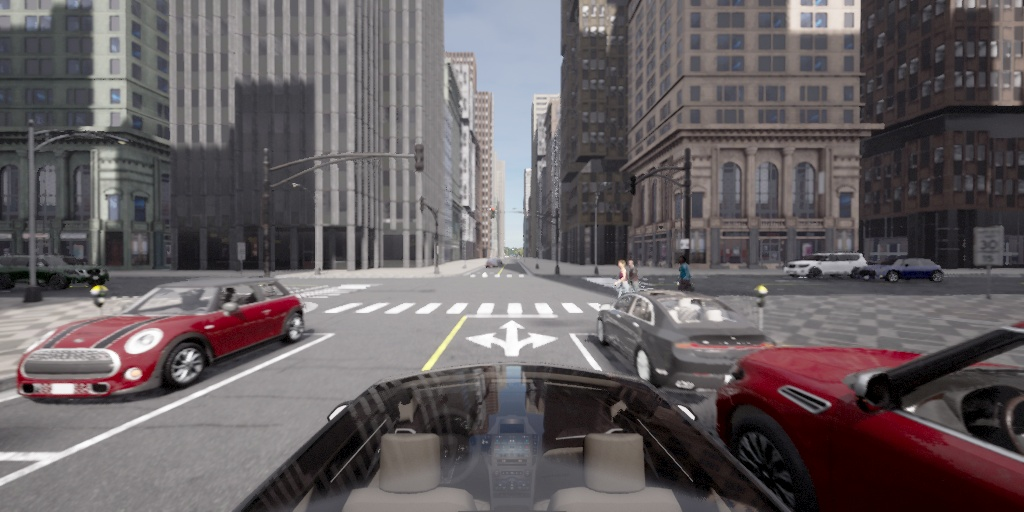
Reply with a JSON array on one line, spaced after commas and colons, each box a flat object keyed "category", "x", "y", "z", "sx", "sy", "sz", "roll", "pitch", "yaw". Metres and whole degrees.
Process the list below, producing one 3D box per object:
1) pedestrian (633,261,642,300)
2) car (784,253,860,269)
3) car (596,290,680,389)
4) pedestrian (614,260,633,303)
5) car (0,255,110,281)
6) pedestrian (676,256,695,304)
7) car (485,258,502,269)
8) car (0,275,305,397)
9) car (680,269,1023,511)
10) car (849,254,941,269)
[{"category": "pedestrian", "x": 4.478, "y": 0.998, "z": 13.274, "sx": 0.375, "sy": 1.860, "sz": 0.375, "roll": 0, "pitch": 0, "yaw": 0}, {"category": "car", "x": 25.066, "y": 0.774, "z": 28.673, "sx": 5.566, "sy": 2.045, "sz": 2.150, "roll": 0, "pitch": 0, "yaw": 0}, {"category": "car", "x": 2.761, "y": 1.281, "z": 6.598, "sx": 2.007, "sy": 1.370, "sz": 4.403, "roll": 0, "pitch": 0, "yaw": 0}, {"category": "pedestrian", "x": 3.750, "y": 1.003, "z": 12.073, "sx": 0.375, "sy": 1.860, "sz": 0.375, "roll": 0, "pitch": 0, "yaw": 0}, {"category": "car", "x": -28.292, "y": 0.973, "z": 21.986, "sx": 5.566, "sy": 2.045, "sz": 2.150, "roll": 0, "pitch": 0, "yaw": 0}, {"category": "pedestrian", "x": 6.104, "y": 0.851, "z": 12.673, "sx": 0.375, "sy": 1.860, "sz": 0.375, "roll": 0, "pitch": 0, "yaw": 0}, {"category": "car", "x": -2.924, "y": 1.099, "z": 53.105, "sx": 2.033, "sy": 1.411, "sz": 5.357, "roll": 0, "pitch": 0, "yaw": 1}, {"category": "car", "x": -5.764, "y": 1.170, "z": 6.595, "sx": 1.967, "sy": 1.591, "sz": 4.097, "roll": 0, "pitch": 0, "yaw": 0}, {"category": "car", "x": 2.763, "y": 1.068, "z": 0.997, "sx": 2.192, "sy": 1.841, "sz": 5.009, "roll": 0, "pitch": 0, "yaw": 0}, {"category": "car", "x": 27.363, "y": 0.925, "z": 25.422, "sx": 4.553, "sy": 1.767, "sz": 2.097, "roll": 0, "pitch": 0, "yaw": 0}]
